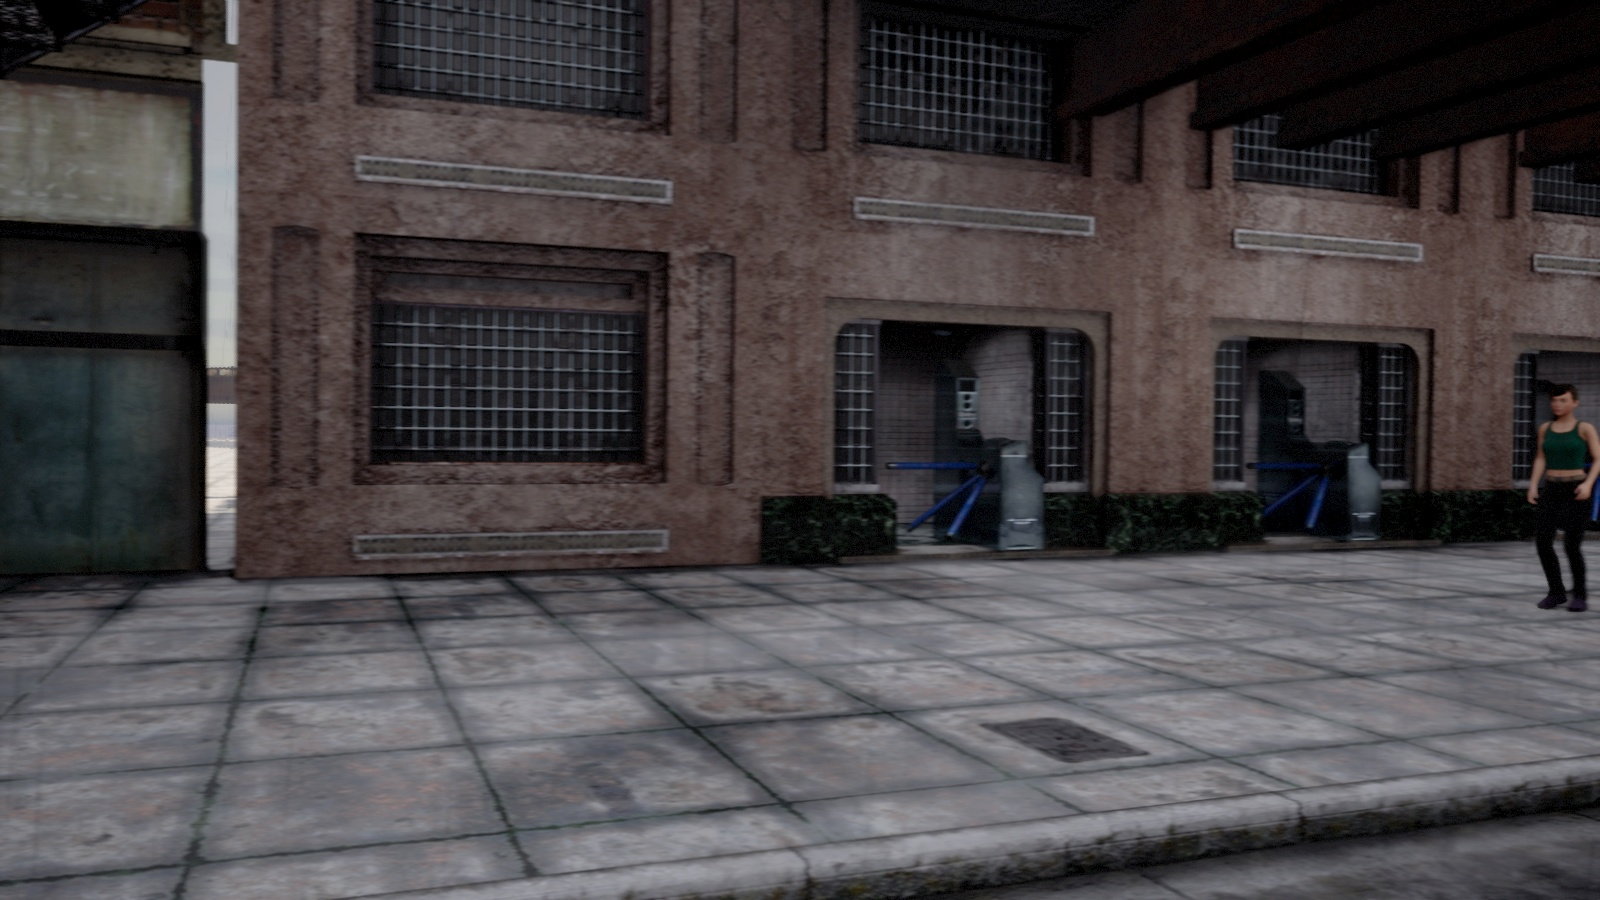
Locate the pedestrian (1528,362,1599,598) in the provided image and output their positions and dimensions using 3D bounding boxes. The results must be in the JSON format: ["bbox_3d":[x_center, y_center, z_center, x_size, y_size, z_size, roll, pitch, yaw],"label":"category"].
[{"bbox_3d":[6.184,0.229,10.080,0.594,1.836,0.345,-1,1,-31],"label":"pedestrian"}]
